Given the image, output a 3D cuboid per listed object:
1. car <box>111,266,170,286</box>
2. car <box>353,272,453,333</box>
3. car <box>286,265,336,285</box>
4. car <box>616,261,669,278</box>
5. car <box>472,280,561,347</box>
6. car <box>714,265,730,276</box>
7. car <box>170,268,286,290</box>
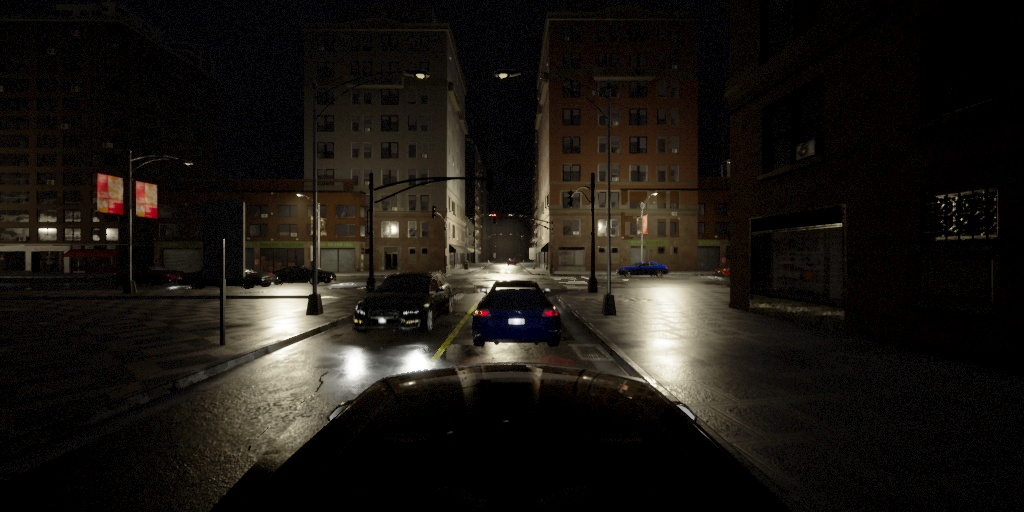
[{"bbox_3d":[-25.981,1.406,25.861,4.181,1.385,1.994,0,0,0],"label":"car"},{"bbox_3d":[-2.992,1.255,10.778,1.837,1.490,4.892,1,0,1],"label":"car"},{"bbox_3d":[-15.039,1.364,25.909,4.181,1.385,1.994,0,0,0],"label":"car"},{"bbox_3d":[11.866,1.218,32.735,4.674,1.442,1.812,0,0,0],"label":"car"},{"bbox_3d":[0.098,1.314,9.373,1.994,1.385,4.181,0,0,0],"label":"car"},{"bbox_3d":[20.905,1.225,32.772,4.181,1.385,1.994,0,0,0],"label":"car"},{"bbox_3d":[-17.797,1.359,22.648,5.357,1.411,2.033,0,0,0],"label":"car"}]
